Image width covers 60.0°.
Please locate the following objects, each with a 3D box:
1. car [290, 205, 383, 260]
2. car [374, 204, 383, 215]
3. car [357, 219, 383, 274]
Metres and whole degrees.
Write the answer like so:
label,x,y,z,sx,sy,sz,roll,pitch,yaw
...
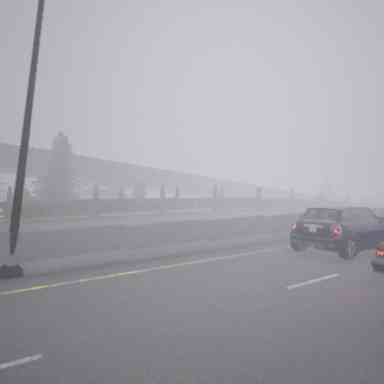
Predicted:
label,x,y,z,sx,sy,sz,roll,pitch,yaw
car,5.716,1.245,12.179,4.553,1.767,2.097,-1,0,-35
car,26.460,2.424,44.356,4.718,1.301,1.895,6,-4,-35
car,6.780,1.453,8.649,5.357,1.411,2.033,-1,0,-35
